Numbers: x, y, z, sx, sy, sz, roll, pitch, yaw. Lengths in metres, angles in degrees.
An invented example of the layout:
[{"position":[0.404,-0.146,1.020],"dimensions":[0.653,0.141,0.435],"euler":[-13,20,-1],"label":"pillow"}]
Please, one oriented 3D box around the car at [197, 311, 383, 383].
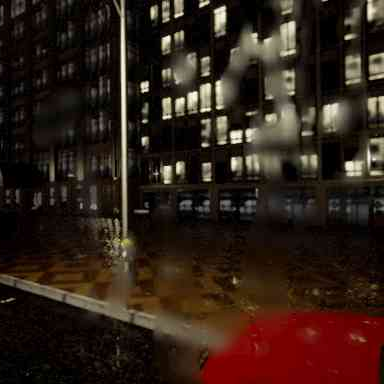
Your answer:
[{"position":[2.241,1.303,1.282],"dimensions":[5.009,1.841,2.192],"euler":[-1,-1,36],"label":"car"}]
